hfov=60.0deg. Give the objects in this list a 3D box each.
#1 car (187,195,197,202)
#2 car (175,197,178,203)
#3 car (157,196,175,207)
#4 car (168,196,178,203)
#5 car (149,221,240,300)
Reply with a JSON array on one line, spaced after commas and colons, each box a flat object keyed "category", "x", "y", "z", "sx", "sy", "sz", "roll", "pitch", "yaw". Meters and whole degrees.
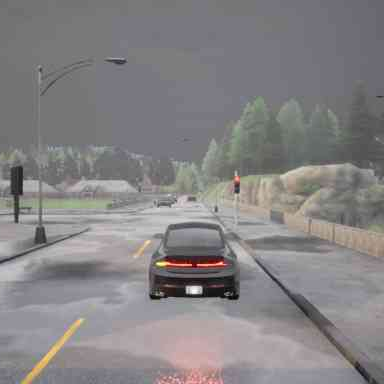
[{"category": "car", "x": -0.027, "y": 1.324, "z": 70.993, "sx": 1.882, "sy": 1.535, "sz": 5.008, "roll": 0, "pitch": 0, "yaw": 0}, {"category": "car", "x": -4.100, "y": 1.505, "z": 59.755, "sx": 1.837, "sy": 1.490, "sz": 4.892, "roll": 0, "pitch": 0, "yaw": 0}, {"category": "car", "x": -4.114, "y": 1.564, "z": 49.740, "sx": 1.994, "sy": 1.385, "sz": 4.181, "roll": 0, "pitch": 0, "yaw": 0}, {"category": "car", "x": -4.026, "y": 1.595, "z": 69.937, "sx": 1.895, "sy": 1.301, "sz": 4.718, "roll": 0, "pitch": 0, "yaw": 0}, {"category": "car", "x": 0.058, "y": 1.505, "z": 8.375, "sx": 1.837, "sy": 1.490, "sz": 4.892, "roll": 0, "pitch": 0, "yaw": 0}]
